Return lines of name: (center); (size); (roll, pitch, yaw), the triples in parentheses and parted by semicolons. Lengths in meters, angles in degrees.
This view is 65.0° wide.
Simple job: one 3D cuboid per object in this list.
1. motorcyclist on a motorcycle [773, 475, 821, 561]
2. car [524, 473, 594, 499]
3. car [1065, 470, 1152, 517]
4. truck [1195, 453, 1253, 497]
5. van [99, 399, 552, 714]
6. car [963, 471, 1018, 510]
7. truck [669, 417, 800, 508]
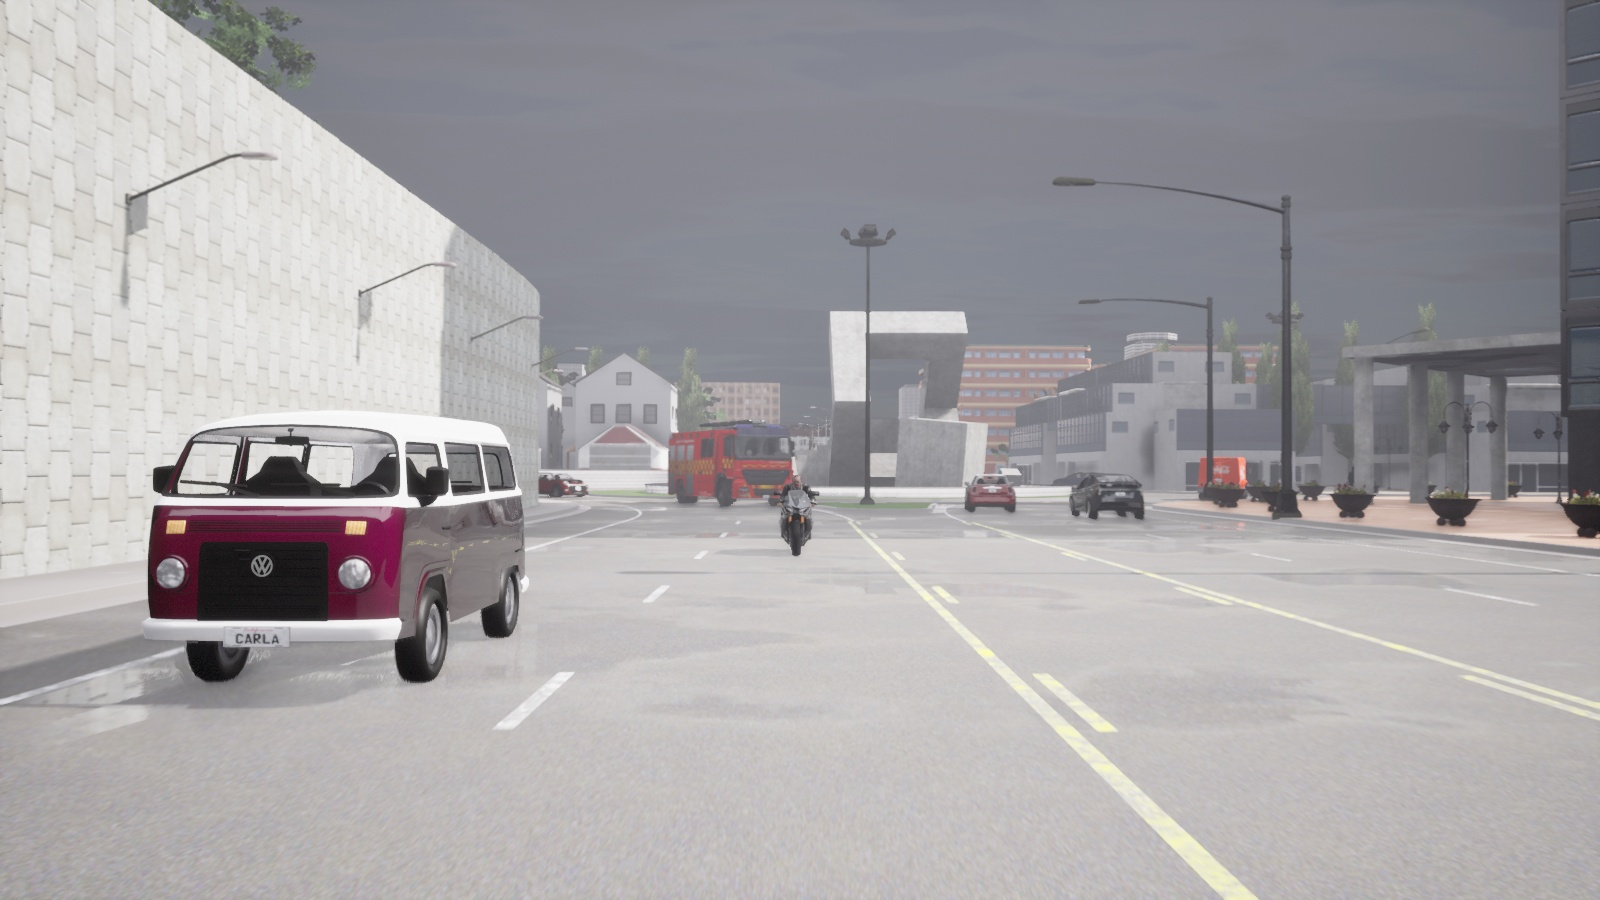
motorcyclist on a motorcycle: (-0.058, 1.248, 23.789); (0.866, 1.530, 2.191); (0, -1, 0)
car: (-13.777, 2.035, 71.661); (3.806, 1.475, 1.970); (-1, -1, 41)
car: (10.537, 1.443, 43.241); (2.007, 1.525, 4.514); (0, -1, 2)
truck: (24.853, 1.458, 73.480); (2.627, 2.467, 5.204); (0, -1, 26)
van: (-3.527, 0.726, 10.408); (2.069, 2.038, 4.480); (0, -1, 0)
car: (7.556, 1.588, 50.078); (1.970, 1.475, 3.806); (0, -1, 5)
truck: (-3.146, 0.620, 57.202); (2.891, 3.827, 8.468); (0, -1, -26)
